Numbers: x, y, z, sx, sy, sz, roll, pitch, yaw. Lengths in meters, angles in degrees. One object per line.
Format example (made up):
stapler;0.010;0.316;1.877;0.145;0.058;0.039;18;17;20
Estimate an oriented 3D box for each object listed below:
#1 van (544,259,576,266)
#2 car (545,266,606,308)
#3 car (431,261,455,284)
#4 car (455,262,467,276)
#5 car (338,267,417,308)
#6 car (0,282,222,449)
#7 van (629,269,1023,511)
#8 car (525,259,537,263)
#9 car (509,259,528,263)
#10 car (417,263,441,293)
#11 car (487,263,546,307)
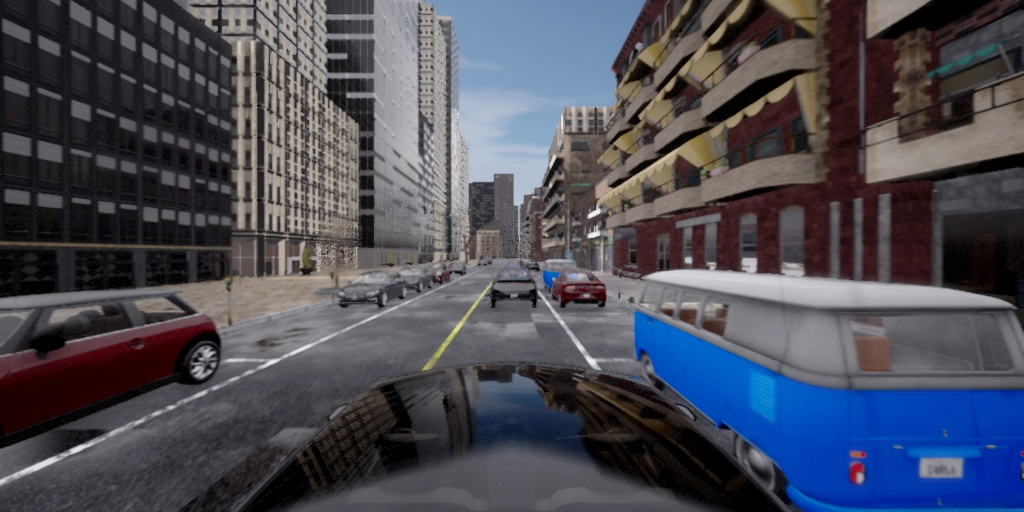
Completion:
van;2.681;1.084;20.661;1.690;1.789;3.998;0;0;0
car;2.684;1.289;15.139;1.888;1.381;4.507;0;0;0
car;-5.703;1.187;26.181;1.967;1.591;4.097;0;0;0
car;-5.709;1.312;37.226;1.948;1.339;4.313;0;0;0
car;-5.697;1.299;15.134;2.007;1.370;4.403;0;0;0
car;-5.691;1.192;4.090;1.967;1.591;4.097;0;0;0
van;2.691;1.088;4.094;1.690;1.789;3.998;0;0;0
car;2.666;1.311;48.276;1.948;1.339;4.313;0;0;0
car;0.080;1.291;32.810;2.033;1.411;5.357;0;0;0
car;-5.700;1.298;20.658;2.007;1.370;4.403;0;0;0
car;0.083;1.238;15.457;2.128;1.511;4.902;0;0;0
